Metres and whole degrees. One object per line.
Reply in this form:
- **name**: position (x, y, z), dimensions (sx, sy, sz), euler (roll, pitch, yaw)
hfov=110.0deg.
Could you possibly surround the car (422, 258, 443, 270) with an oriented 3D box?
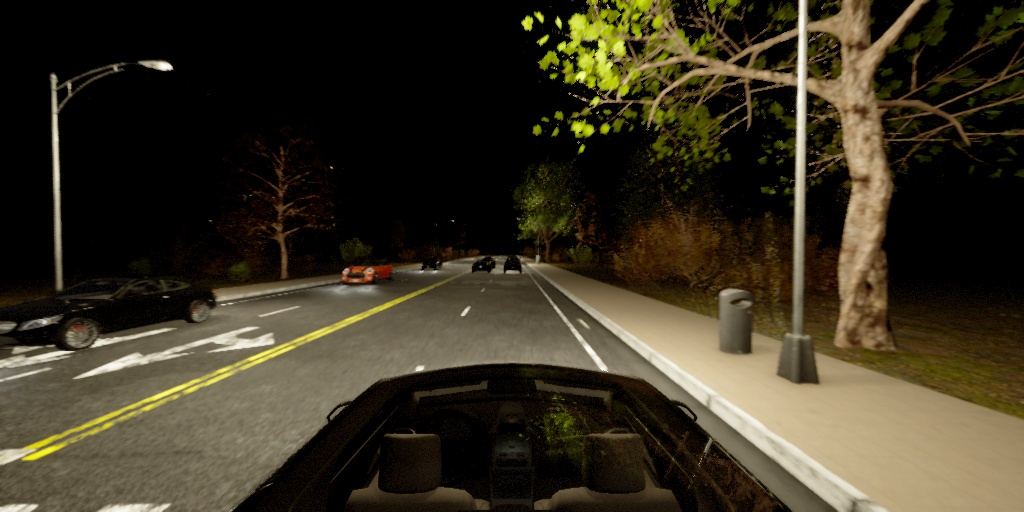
- **car**: position (-9.659, 0.982, 43.763), dimensions (1.837, 1.490, 4.892), euler (0, 0, 0)

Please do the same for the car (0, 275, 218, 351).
- **car**: position (-9.839, 1.238, 9.004), dimensions (1.812, 1.442, 4.674), euler (0, 1, 0)

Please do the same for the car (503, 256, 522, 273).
- **car**: position (0.076, 0.971, 37.877), dimensions (1.882, 1.535, 5.008), euler (0, 0, 0)

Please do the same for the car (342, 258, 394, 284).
- **car**: position (-9.795, 0.950, 24.695), dimensions (2.097, 1.767, 4.553), euler (0, 0, 0)

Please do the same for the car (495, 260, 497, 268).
- **car**: position (-3.140, 0.906, 49.021), dimensions (1.837, 1.490, 4.892), euler (0, 1, 0)

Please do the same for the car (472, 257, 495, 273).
- **car**: position (-3.173, 1.053, 38.303), dimensions (1.994, 1.385, 4.181), euler (0, 0, 0)
